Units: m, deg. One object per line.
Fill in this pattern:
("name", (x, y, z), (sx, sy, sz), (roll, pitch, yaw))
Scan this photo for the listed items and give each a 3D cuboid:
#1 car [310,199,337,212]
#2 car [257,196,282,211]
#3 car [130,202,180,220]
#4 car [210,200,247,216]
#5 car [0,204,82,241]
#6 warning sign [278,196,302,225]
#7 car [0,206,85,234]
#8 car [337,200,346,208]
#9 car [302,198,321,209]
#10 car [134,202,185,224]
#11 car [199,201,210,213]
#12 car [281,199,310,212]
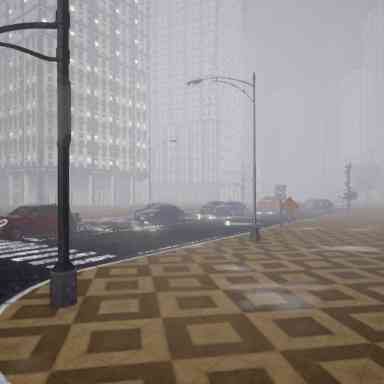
("car", (17.102, 1.640, 43.379), (2.097, 1.767, 4.553), (0, -1, 31))
("car", (10.839, 1.534, 45.908), (2.150, 2.045, 5.566), (0, -1, 33))
("car", (-3.295, 1.703, 30.799), (1.837, 1.490, 4.892), (0, -1, 34))
("car", (4.288, 1.715, 36.158), (1.882, 1.535, 5.008), (0, -1, 34))
("car", (-8.363, 1.441, 17.266), (2.097, 1.767, 4.553), (0, -1, 32))
("warning sign", (6.764, 1.251, 22.994), (1.300, 1.860, 1.060), (0, 0, 34))
("car", (-9.769, 1.670, 21.429), (2.033, 1.411, 5.357), (0, -1, 36))
("car", (24.386, 1.966, 55.249), (1.895, 1.301, 4.718), (0, 0, 30))
("car", (19.065, 1.831, 52.789), (1.882, 1.535, 5.008), (0, 0, 31))
("car", (-2.361, 1.688, 26.401), (1.812, 1.442, 4.674), (0, -1, 34))
("car", (2.729, 1.769, 39.651), (1.837, 1.490, 4.892), (0, -1, 34))
("car", (13.843, 1.898, 44.394), (1.895, 1.301, 4.718), (0, -1, 33))
